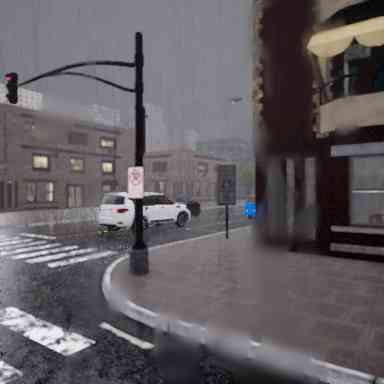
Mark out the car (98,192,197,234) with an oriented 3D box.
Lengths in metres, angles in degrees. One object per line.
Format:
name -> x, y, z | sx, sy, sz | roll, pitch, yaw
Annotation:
car -> -2.437, 1.027, 18.104 | 2.150, 2.045, 5.566 | 0, 1, 38

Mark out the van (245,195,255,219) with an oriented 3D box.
van -> 5.342, 1.035, 24.229 | 1.690, 1.788, 3.998 | 1, 1, 35

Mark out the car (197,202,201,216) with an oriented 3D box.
car -> -1.204, 1.228, 25.023 | 2.128, 1.511, 4.902 | 0, 1, 35

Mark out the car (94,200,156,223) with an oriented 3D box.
car -> -4.799, 1.336, 24.414 | 1.947, 1.339, 4.313 | 1, 1, 35

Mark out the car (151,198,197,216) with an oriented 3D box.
car -> -1.507, 1.287, 29.063 | 1.802, 1.307, 4.206 | 1, 1, 35
